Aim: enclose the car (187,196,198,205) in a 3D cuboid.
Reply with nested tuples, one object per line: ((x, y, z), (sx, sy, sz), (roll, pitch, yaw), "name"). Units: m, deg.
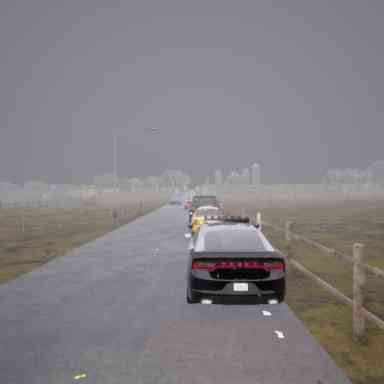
((0.119, 1.543, 58.431), (1.812, 1.442, 4.674), (0, 0, 0), "car")

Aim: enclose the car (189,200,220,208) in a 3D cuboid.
((0.862, 1.457, 18.371), (1.801, 1.575, 5.366), (0, 0, 0), "car")

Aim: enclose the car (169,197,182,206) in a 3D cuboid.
((-2.640, 1.496, 54.213), (1.882, 1.535, 5.008), (0, 0, 0), "car")

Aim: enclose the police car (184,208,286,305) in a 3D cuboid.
((0.842, 1.425, 8.291), (1.930, 1.638, 5.238), (0, 0, 0), "police car")

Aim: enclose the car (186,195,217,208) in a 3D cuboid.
((0.875, 1.228, 24.212), (2.150, 2.045, 5.566), (0, 0, 0), "car")
